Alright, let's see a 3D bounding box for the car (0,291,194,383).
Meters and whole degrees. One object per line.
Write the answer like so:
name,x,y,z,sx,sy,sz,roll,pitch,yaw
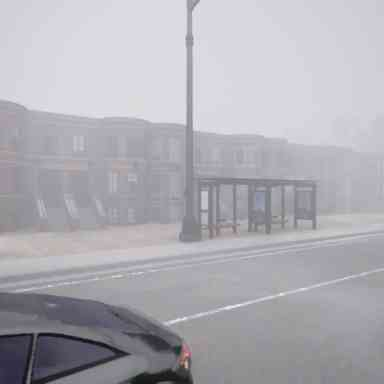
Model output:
car,-1.956,1.563,2.327,4.181,1.385,1.994,0,0,-39
